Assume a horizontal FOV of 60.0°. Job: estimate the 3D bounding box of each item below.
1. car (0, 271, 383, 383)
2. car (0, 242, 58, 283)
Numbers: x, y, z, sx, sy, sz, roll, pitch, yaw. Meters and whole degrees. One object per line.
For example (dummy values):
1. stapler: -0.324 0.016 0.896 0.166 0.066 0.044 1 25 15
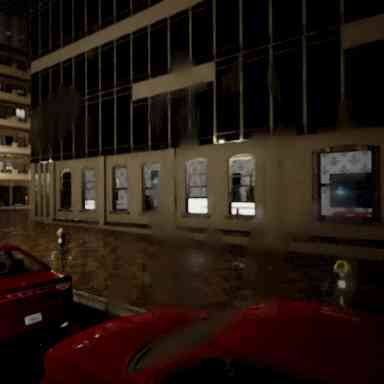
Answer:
1. car: 0.688 1.541 2.394 4.507 1.381 1.887 0 0 35
2. car: -3.889 1.511 5.649 4.507 1.381 1.887 0 0 35
